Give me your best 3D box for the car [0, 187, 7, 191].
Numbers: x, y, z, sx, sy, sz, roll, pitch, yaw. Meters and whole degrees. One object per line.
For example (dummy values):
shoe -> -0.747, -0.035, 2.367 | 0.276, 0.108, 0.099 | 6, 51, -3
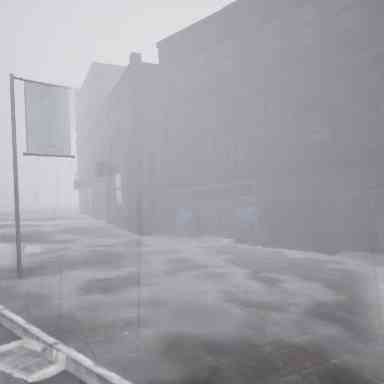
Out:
car -> -47.446, -0.645, 79.380 | 2.231, 1.521, 4.892 | -4, -3, 5
